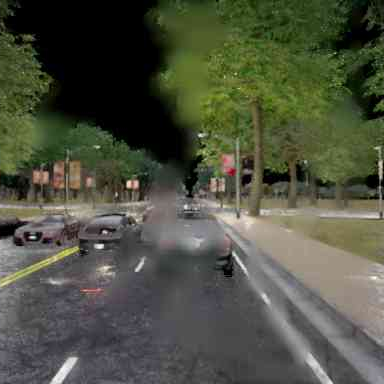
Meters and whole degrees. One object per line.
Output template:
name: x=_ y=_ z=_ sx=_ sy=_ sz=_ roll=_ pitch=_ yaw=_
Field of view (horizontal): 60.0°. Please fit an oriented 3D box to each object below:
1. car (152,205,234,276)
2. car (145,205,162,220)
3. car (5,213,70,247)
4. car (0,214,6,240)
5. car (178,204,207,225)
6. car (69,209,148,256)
car: x=0.077 y=1.461 z=10.838 sx=2.097 sy=1.767 sz=4.553 roll=0 pitch=-1 yaw=0
car: x=-3.215 y=1.832 z=29.147 sx=1.812 sy=1.442 sz=4.674 roll=0 pitch=-1 yaw=0
car: x=-6.631 y=1.728 z=15.856 sx=1.994 sy=1.385 sz=4.181 roll=0 pitch=-1 yaw=0
car: x=-9.883 y=1.771 z=16.325 sx=1.895 sy=1.301 sz=4.718 roll=0 pitch=-1 yaw=0
car: x=0.041 y=1.778 z=27.356 sx=2.128 sy=1.511 sz=4.902 roll=0 pitch=-1 yaw=0
car: x=-3.179 y=1.645 z=13.777 sx=1.837 sy=1.490 sz=4.892 roll=0 pitch=-1 yaw=0
